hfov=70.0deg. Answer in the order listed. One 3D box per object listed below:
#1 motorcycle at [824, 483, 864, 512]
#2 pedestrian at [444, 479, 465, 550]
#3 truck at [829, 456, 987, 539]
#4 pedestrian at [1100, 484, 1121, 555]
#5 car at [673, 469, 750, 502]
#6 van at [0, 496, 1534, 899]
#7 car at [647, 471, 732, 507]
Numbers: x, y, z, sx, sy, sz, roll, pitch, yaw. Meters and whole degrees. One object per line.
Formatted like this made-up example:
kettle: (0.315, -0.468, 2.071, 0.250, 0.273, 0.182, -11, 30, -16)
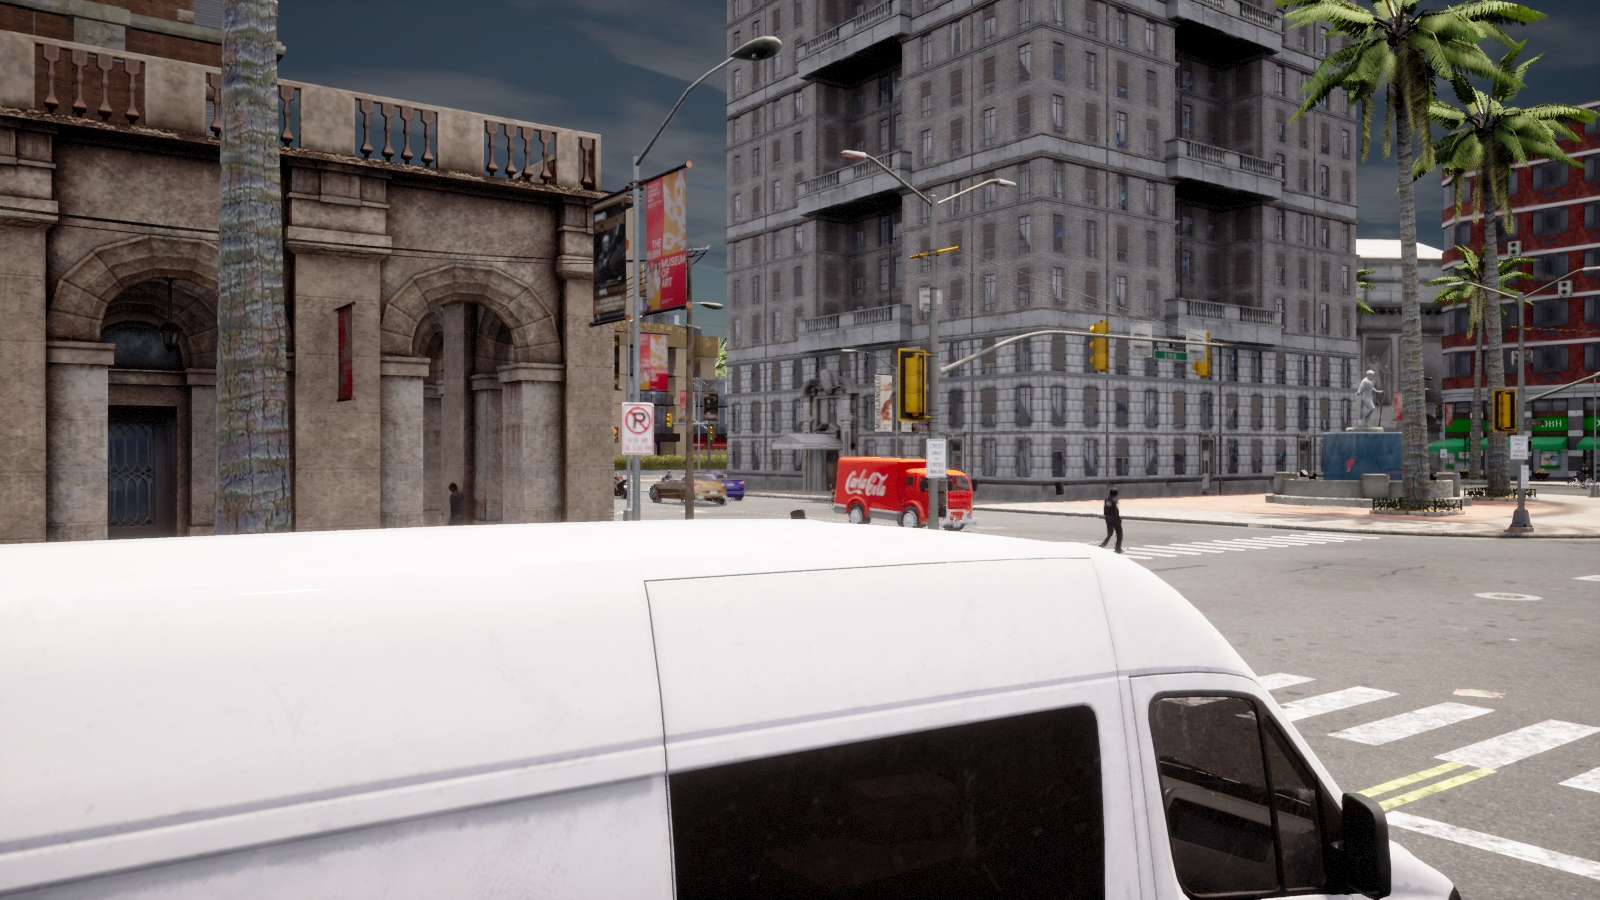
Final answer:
motorcycle: (2.008, 2.192, 52.918, 0.867, 1.251, 2.209, -1, 0, -28)
pedestrian: (-9.133, 1.693, 30.174, 0.375, 1.860, 0.375, 0, 0, 32)
truck: (3.639, 1.529, 39.557, 2.627, 2.467, 5.204, 0, 2, -35)
pedestrian: (8.270, 1.839, 30.433, 0.375, 1.860, 0.375, 0, 0, -31)
car: (-4.974, 1.955, 63.788, 2.242, 1.667, 4.611, 0, 0, -35)
van: (0.019, 1.533, 3.806, 5.915, 2.561, 1.988, 0, 0, -35)
car: (-5.752, 1.980, 58.941, 2.152, 1.651, 5.027, 0, 0, -35)
